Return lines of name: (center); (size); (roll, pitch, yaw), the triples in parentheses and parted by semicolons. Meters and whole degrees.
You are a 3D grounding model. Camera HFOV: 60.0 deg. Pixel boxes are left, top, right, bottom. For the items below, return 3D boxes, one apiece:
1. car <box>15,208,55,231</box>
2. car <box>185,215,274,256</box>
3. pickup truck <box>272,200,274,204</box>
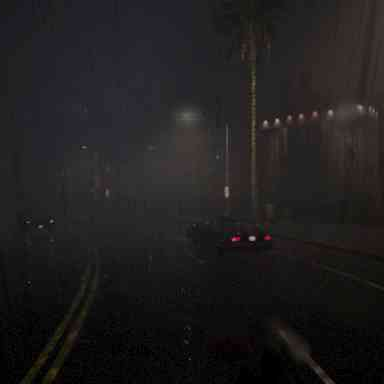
car: (-10.832, 1.773, 22.715); (2.033, 1.411, 5.357); (0, -1, -34)
car: (1.316, 1.687, 13.942); (2.033, 1.411, 5.357); (0, -1, -18)
pickup truck: (11.131, 1.473, 38.565); (2.390, 2.098, 6.274); (0, -1, 40)
